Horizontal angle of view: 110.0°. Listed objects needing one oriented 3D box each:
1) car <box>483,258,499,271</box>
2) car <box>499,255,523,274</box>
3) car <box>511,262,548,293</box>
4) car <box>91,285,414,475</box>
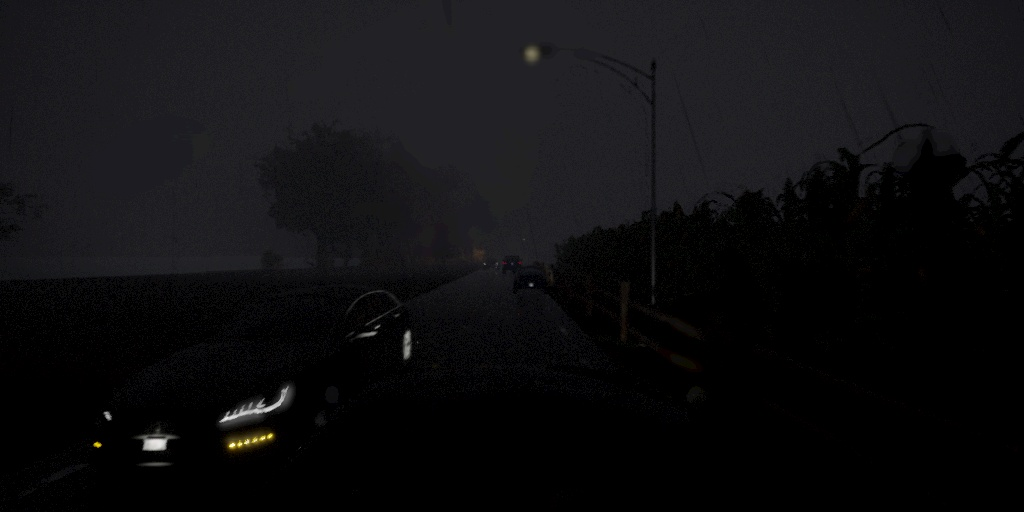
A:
[{"bbox_3d":[-2.798,1.059,49.133,2.097,1.767,4.553,0,0,0],"label":"car"},{"bbox_3d":[0.035,0.936,40.666,2.150,2.045,5.566,0,0,0],"label":"car"},{"bbox_3d":[0.970,1.257,20.353,1.812,1.442,4.674,0,0,0],"label":"car"},{"bbox_3d":[-2.847,1.251,5.288,1.837,1.490,4.892,0,0,0],"label":"car"}]
